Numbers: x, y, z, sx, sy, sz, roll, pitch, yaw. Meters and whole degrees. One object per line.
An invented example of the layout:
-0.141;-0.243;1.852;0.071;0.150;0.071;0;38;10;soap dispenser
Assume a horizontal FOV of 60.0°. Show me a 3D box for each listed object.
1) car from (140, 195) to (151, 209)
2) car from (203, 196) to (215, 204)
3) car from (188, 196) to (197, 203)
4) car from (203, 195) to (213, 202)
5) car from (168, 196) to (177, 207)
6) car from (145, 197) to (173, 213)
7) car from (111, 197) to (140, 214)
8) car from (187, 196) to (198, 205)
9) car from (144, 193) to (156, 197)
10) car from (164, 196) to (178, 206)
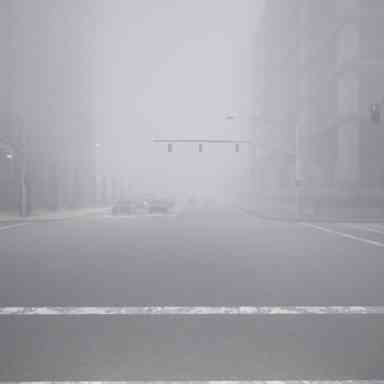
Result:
-7.083;1.505;44.293;1.837;1.490;4.892;0;0;0;car
3.521;1.492;64.594;2.128;1.511;4.902;0;0;0;car
0.123;1.564;69.868;1.994;1.385;4.181;0;0;0;car
3.524;1.508;73.669;1.812;1.442;4.674;0;0;0;car
-3.584;1.478;46.703;1.882;1.535;5.008;0;0;0;car
-3.588;1.547;37.057;2.033;1.411;5.357;0;0;0;car
-7.089;1.505;34.889;1.837;1.490;4.892;0;0;0;car
0.121;1.478;60.842;1.882;1.535;5.008;0;0;0;car
-7.070;1.221;54.657;2.150;2.045;5.566;0;0;0;car
-3.565;1.492;57.066;2.128;1.511;4.902;0;0;0;car
